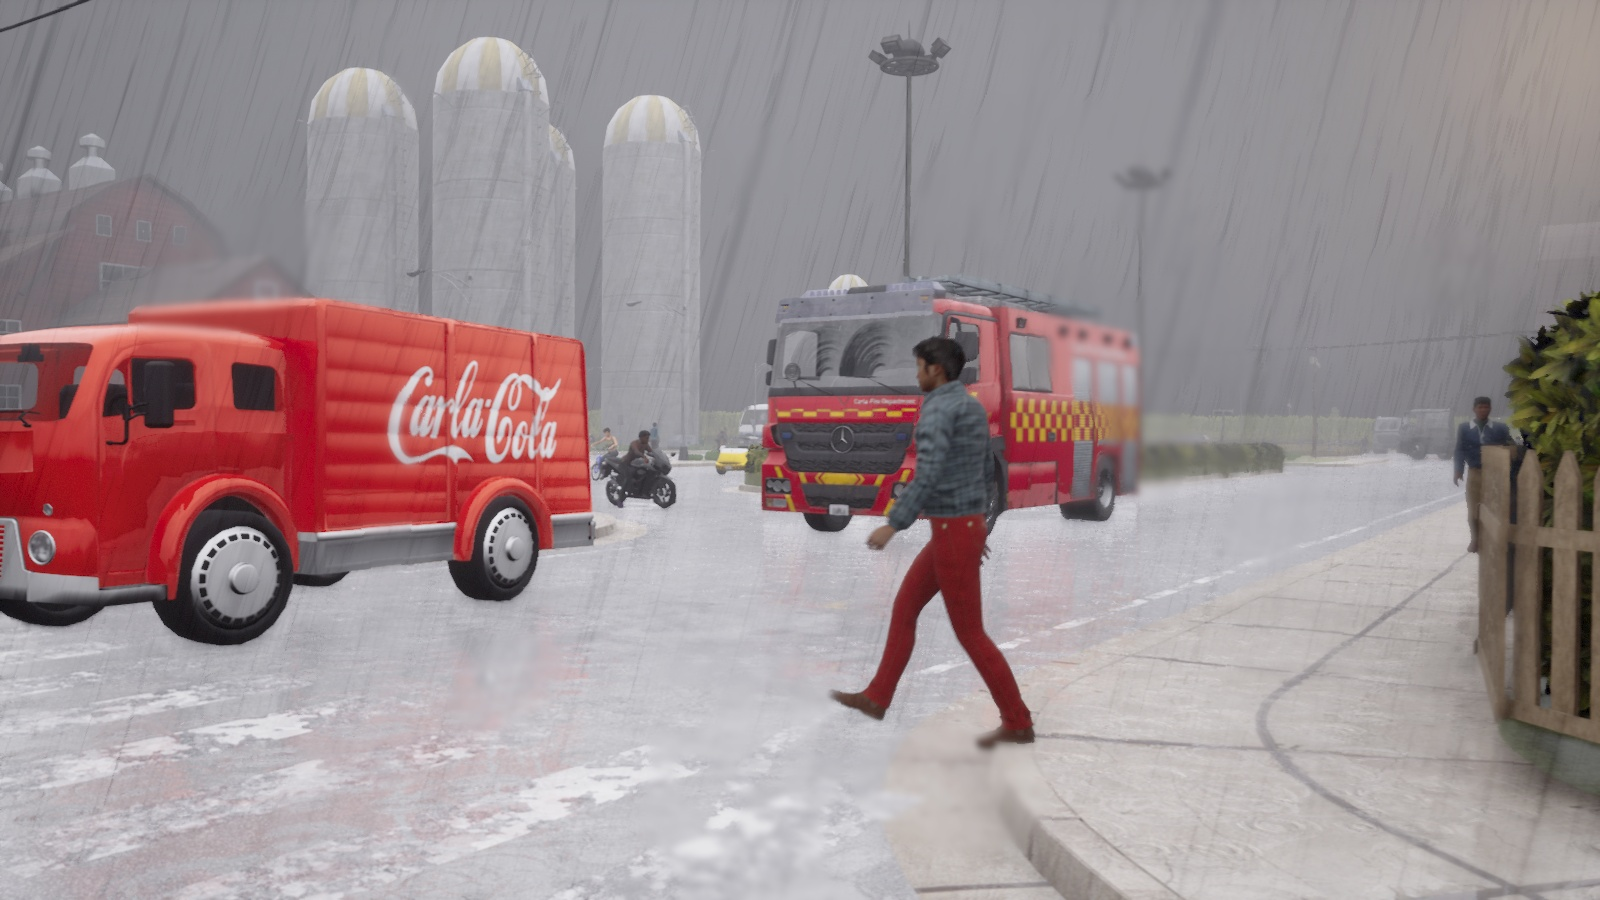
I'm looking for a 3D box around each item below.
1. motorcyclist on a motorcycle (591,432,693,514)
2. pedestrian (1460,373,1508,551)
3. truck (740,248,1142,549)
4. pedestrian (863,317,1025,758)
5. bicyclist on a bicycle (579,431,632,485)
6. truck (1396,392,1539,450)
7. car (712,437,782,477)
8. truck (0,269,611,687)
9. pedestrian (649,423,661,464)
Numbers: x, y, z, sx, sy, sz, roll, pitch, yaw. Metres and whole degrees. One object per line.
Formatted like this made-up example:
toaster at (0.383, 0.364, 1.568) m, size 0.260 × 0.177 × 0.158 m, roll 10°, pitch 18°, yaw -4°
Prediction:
motorcyclist on a motorcycle at (-3.113, 0.429, 24.594) m, size 2.044 × 1.523 × 0.797 m, roll 0°, pitch 1°, yaw 41°
pedestrian at (7.743, 0.124, 14.213) m, size 0.423 × 1.949 × 0.788 m, roll 0°, pitch 1°, yaw 32°
truck at (2.720, -0.723, 20.264) m, size 2.891 × 3.827 × 8.468 m, roll 0°, pitch 1°, yaw 33°
pedestrian at (0.638, 0.367, 5.533) m, size 0.614 × 1.847 × 0.353 m, roll 0°, pitch 1°, yaw 23°
bicyclist on a bicycle at (-5.915, 0.237, 38.296) m, size 0.866 × 1.612 × 1.509 m, roll 0°, pitch 1°, yaw 27°
truck at (42.079, -1.760, 79.528) m, size 2.891 × 3.462 × 7.936 m, roll -1°, pitch 1°, yaw -22°
car at (-1.880, 0.231, 44.737) m, size 1.481 × 1.376 × 2.207 m, roll 0°, pitch 1°, yaw 33°
truck at (-4.133, 0.164, 10.323) m, size 2.627 × 2.467 × 5.204 m, roll 0°, pitch 0°, yaw 25°
pedestrian at (-6.982, -0.317, 60.346) m, size 0.396 × 1.930 × 0.692 m, roll 0°, pitch 1°, yaw 8°
